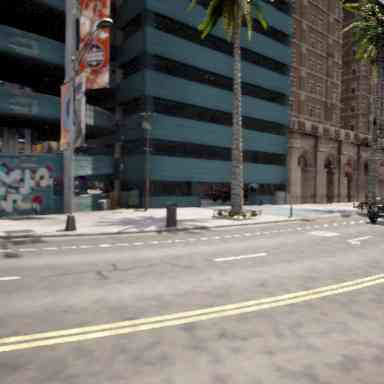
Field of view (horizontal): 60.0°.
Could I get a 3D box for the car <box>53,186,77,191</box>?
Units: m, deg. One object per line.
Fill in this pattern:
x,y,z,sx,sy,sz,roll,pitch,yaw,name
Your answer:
-21.213,-0.257,54.602,4.674,1.452,2.002,0,2,-39,car

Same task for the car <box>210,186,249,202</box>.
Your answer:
4.838,0.224,42.139,5.566,2.045,2.435,0,2,-39,car

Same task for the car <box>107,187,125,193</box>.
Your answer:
-14.238,-0.255,65.424,4.786,1.482,2.161,0,2,-39,car

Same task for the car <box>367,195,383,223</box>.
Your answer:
13.834,1.019,22.095,5.566,2.045,2.150,1,1,-38,car

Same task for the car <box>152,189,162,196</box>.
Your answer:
-7.341,0.126,56.095,4.718,1.301,1.895,0,2,-39,car
